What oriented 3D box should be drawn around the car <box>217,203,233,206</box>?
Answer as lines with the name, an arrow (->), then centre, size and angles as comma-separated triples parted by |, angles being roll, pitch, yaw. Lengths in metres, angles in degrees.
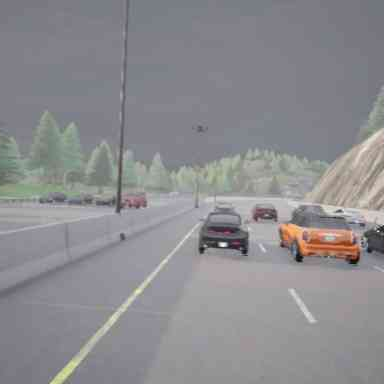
car -> 2.924, 1.676, 29.844 | 1.812, 1.442, 4.674 | 3, 0, 6

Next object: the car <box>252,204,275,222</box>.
car -> 6.467, 1.788, 30.033 | 1.882, 1.535, 5.008 | 3, 0, 6

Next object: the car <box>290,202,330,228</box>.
car -> 9.764, 1.809, 27.857 | 2.097, 1.767, 4.553 | 3, 0, 6

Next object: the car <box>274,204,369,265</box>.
car -> 4.773, 1.574, 13.086 | 2.097, 1.767, 4.553 | 3, 0, 6

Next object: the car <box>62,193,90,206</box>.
car -> -13.679, 0.916, 41.213 | 1.837, 1.490, 4.892 | 3, 0, 6

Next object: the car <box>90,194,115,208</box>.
car -> -10.220, 1.044, 40.680 | 1.882, 1.535, 5.008 | 3, 0, 6

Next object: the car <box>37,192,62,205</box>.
car -> -17.181, 0.758, 41.327 | 1.837, 1.490, 4.892 | 3, 0, 6

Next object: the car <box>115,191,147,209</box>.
car -> -6.826, 0.939, 39.409 | 2.150, 2.045, 5.566 | 3, 0, 6

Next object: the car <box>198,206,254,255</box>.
car -> 1.330, 1.573, 13.837 | 1.837, 1.490, 4.892 | 3, 0, 6

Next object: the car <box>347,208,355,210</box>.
car -> 13.360, 2.145, 28.782 | 1.812, 1.442, 4.674 | 3, 0, 6

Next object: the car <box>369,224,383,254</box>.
car -> 8.254, 1.884, 12.808 | 1.837, 1.490, 4.892 | 3, 0, 6
